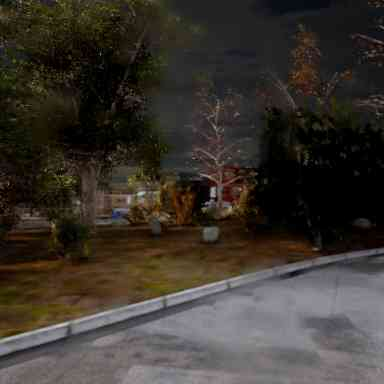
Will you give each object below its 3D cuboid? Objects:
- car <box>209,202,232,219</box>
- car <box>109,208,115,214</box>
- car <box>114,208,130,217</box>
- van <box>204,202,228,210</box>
[{"bbox_3d":[4.895,2.359,38.698,5.366,1.575,1.946,1,-3,-40],"label":"car"},{"bbox_3d":[-12.340,3.575,59.133,4.553,1.767,2.185,1,-4,-40],"label":"car"},{"bbox_3d":[-10.244,3.561,56.748,4.674,1.452,2.002,1,-4,-40],"label":"car"},{"bbox_3d":[3.307,2.250,41.025,4.442,1.987,1.878,1,-3,-40],"label":"van"}]
